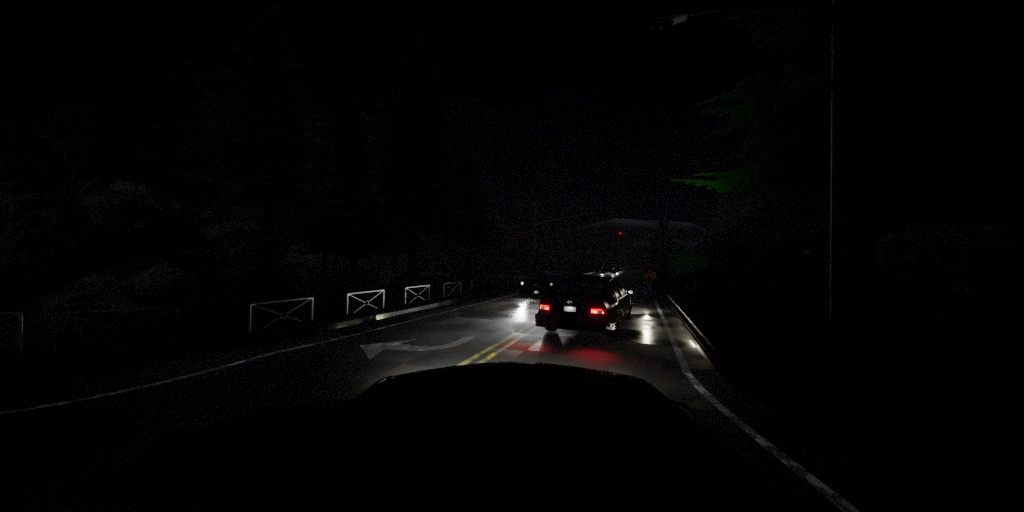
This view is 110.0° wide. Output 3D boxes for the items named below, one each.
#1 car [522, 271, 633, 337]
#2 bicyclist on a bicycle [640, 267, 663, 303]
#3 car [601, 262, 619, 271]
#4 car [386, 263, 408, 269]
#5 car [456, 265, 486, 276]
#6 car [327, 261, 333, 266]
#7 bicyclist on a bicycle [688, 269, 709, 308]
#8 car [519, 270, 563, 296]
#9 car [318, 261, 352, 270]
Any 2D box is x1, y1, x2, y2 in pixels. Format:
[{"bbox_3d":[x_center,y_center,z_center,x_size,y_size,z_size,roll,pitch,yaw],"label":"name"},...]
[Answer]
[{"bbox_3d":[2.304,1.280,10.283,2.033,1.411,5.357,1,-1,24],"label":"car"},{"bbox_3d":[6.430,1.346,16.490,1.656,1.620,0.582,1,-1,-31],"label":"bicyclist on a bicycle"},{"bbox_3d":[15.624,1.970,57.913,2.097,1.767,4.553,1,-1,20],"label":"car"},{"bbox_3d":[-14.769,1.636,48.137,4.181,1.385,1.994,1,-1,20],"label":"car"},{"bbox_3d":[-5.370,1.770,44.739,4.181,1.385,1.994,1,-1,20],"label":"car"},{"bbox_3d":[-24.540,1.485,51.968,5.357,1.411,2.033,1,-1,23],"label":"car"},{"bbox_3d":[7.875,1.358,15.107,1.656,1.620,0.582,1,-1,-34],"label":"bicyclist on a bicycle"},{"bbox_3d":[1.880,1.442,19.072,1.895,1.301,4.718,1,-1,19],"label":"car"},{"bbox_3d":[-28.623,1.486,57.927,5.357,1.411,2.033,1,-1,27],"label":"car"}]
